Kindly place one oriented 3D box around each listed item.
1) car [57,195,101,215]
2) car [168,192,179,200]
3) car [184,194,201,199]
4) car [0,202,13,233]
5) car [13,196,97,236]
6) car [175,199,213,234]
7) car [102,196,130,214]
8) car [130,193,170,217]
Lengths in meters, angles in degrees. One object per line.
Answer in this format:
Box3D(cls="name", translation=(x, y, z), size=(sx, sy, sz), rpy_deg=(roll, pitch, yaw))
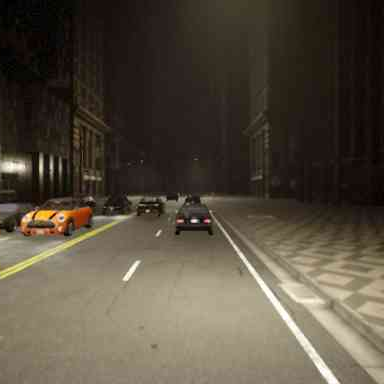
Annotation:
Box3D(cls="car", translation=(-9.748, 1.085, 29.103), size=(2.128, 1.511, 4.902), rpy_deg=(0, 1, 0))
Box3D(cls="car", translation=(-3.147, 0.712, 53.819), size=(1.882, 1.535, 5.008), rpy_deg=(0, 0, 0))
Box3D(cls="car", translation=(0.102, 0.927, 39.658), size=(2.128, 1.511, 4.902), rpy_deg=(0, 1, 0))
Box3D(cls="car", translation=(-9.765, 1.287, 18.196), size=(2.033, 1.411, 5.357), rpy_deg=(0, 1, 0))
Box3D(cls="car", translation=(-6.537, 1.115, 16.589), size=(2.097, 1.767, 4.553), rpy_deg=(0, 1, 0))
Box3D(cls="car", translation=(0.093, 1.300, 17.276), size=(2.033, 1.411, 5.357), rpy_deg=(0, 1, 0))
Box3D(cls="car", translation=(-6.499, 1.118, 29.102), size=(1.837, 1.490, 4.892), rpy_deg=(0, 1, 0))
Box3D(cls="car", translation=(-3.148, 1.118, 26.146), size=(2.128, 1.511, 4.902), rpy_deg=(0, 1, 0))
